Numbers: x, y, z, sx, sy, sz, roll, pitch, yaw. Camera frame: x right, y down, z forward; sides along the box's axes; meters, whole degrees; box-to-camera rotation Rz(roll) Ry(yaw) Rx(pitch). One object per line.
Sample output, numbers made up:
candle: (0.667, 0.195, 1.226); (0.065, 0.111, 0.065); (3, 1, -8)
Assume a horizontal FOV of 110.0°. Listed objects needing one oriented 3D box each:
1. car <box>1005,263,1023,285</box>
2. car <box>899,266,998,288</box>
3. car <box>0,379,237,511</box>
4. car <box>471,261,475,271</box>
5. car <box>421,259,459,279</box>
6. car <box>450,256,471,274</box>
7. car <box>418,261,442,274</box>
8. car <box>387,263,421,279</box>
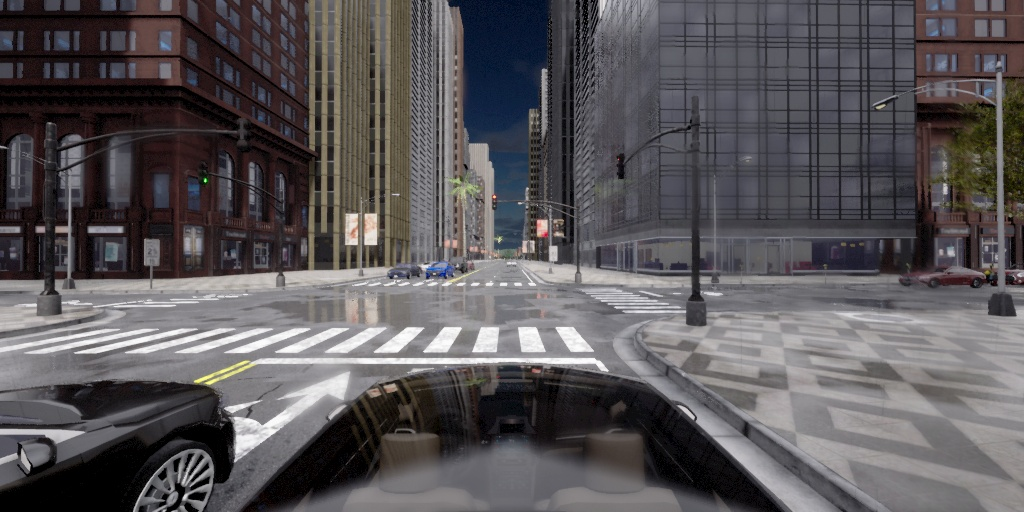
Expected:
car: (32.068, 1.116, 22.125); (4.097, 1.591, 1.967); (0, 0, -1)
car: (26.430, 1.274, 22.027); (4.207, 1.307, 1.802); (0, 0, -1)
car: (-3.138, 1.241, 0.933); (2.128, 1.511, 4.902); (0, 0, -1)
car: (-6.670, 1.411, 53.970); (1.812, 1.442, 4.674); (0, 0, 0)
car: (-6.651, 1.291, 33.573); (1.882, 1.535, 5.008); (0, 0, 2)
car: (-6.669, 1.065, 43.680); (2.150, 2.045, 5.566); (0, 0, 0)
car: (-9.923, 1.371, 43.729); (1.812, 1.442, 4.674); (0, 0, 0)
car: (-9.871, 1.361, 33.542); (2.033, 1.411, 5.357); (0, 0, 3)
